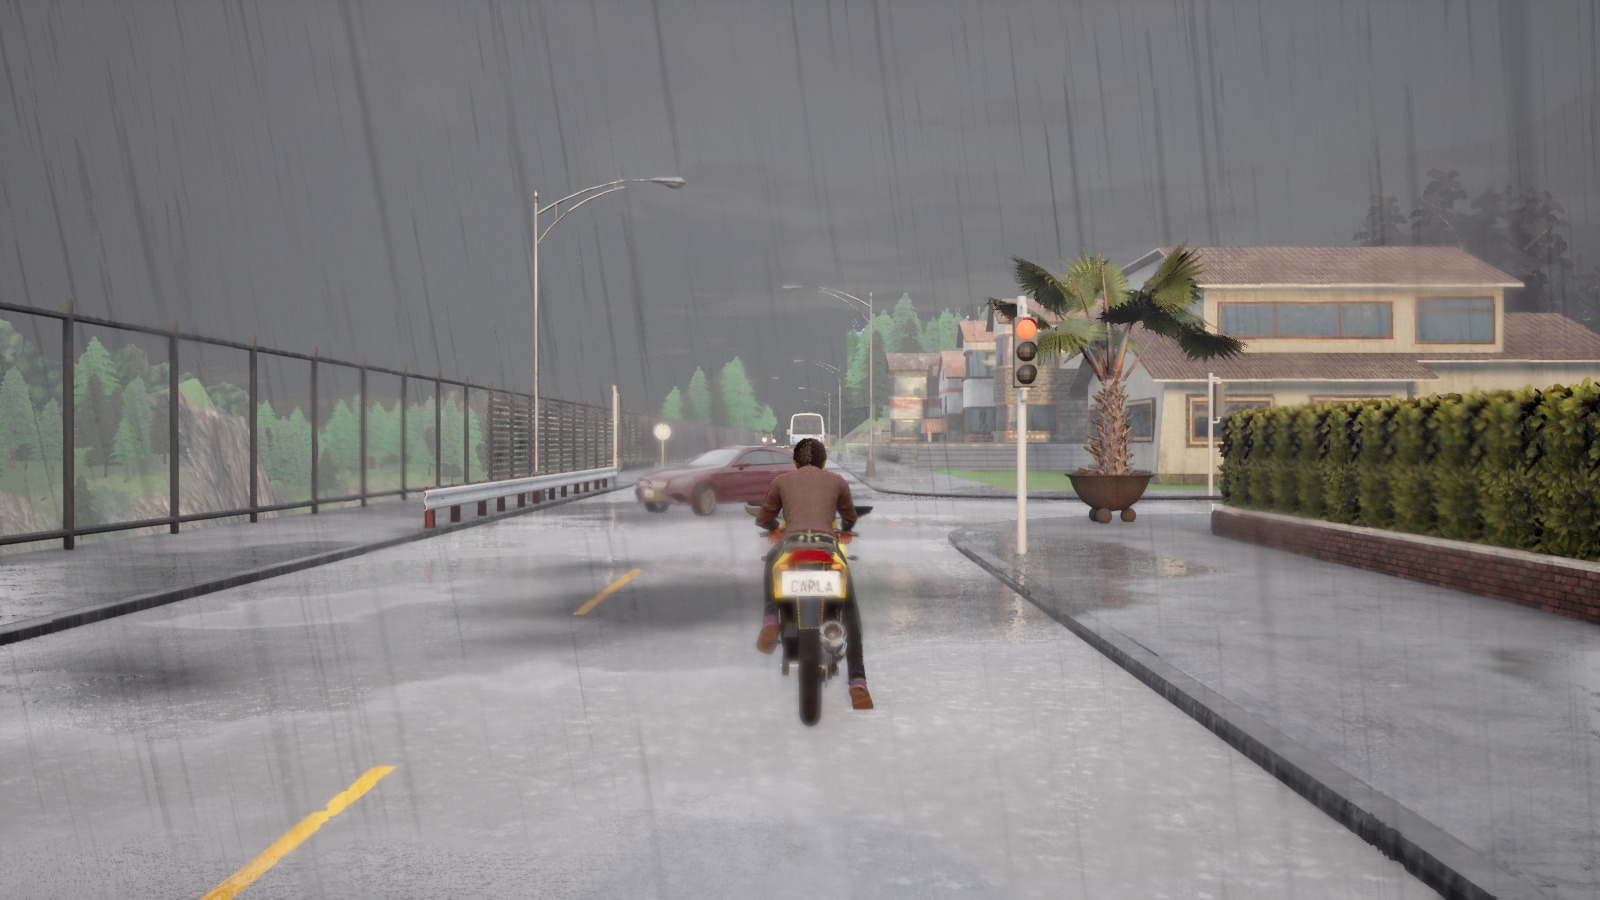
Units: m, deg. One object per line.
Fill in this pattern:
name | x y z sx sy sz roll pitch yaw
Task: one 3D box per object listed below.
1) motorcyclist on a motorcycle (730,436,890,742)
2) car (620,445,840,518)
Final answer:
motorcyclist on a motorcycle | 0.056 0.688 7.269 0.797 1.523 2.044 0 0 0
car | -1.422 0.618 27.071 4.674 1.442 1.812 0 0 -43
